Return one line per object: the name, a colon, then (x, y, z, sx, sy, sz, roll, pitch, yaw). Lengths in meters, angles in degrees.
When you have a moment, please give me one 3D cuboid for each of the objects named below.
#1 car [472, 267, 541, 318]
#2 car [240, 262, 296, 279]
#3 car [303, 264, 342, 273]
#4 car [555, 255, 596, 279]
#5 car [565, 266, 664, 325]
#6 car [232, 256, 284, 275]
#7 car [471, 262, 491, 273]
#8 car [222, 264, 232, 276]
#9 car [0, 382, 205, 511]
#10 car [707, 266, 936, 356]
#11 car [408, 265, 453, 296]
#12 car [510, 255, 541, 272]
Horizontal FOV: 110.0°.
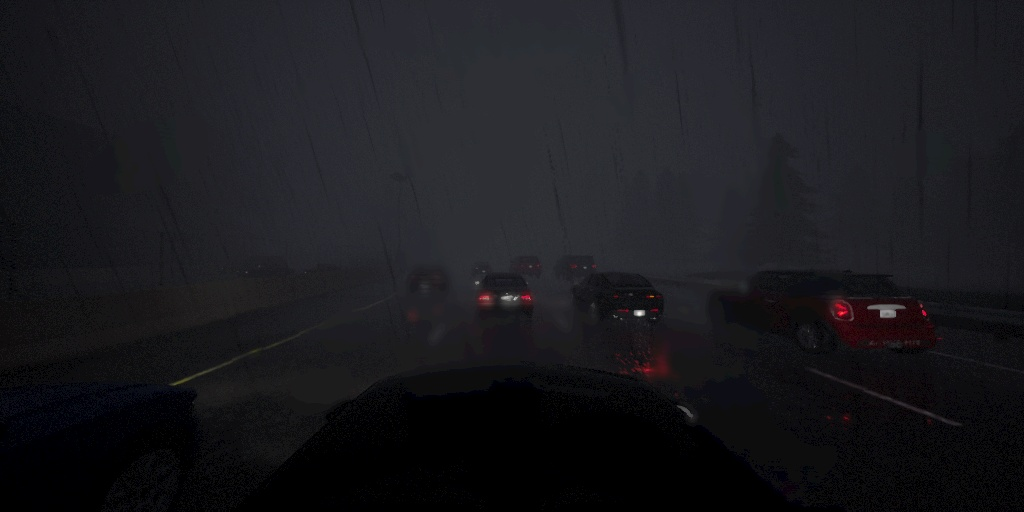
car: (-0.301, 1.299, 13.013, 2.033, 1.411, 5.357, 0, 0, -3)
car: (-19.849, 1.392, 29.644, 1.895, 1.301, 4.718, 0, 0, -9)
car: (-16.644, 1.386, 31.729, 1.895, 1.301, 4.718, 0, 0, -9)
car: (5.116, 0.963, 29.444, 2.150, 2.045, 5.566, 0, 0, -7)
car: (3.230, 1.249, 11.827, 1.837, 1.490, 4.892, 0, 0, -3)
car: (-24.330, 1.021, 35.116, 2.150, 2.045, 5.566, 0, 0, -11)
car: (-3.087, 1.284, 36.449, 1.812, 1.442, 4.674, 0, 0, -10)
car: (-28.462, 1.314, 37.930, 1.837, 1.490, 4.892, 0, 0, -12)
car: (-3.470, 1.235, 0.874, 1.882, 1.535, 5.008, 0, 0, 0)
car: (6.866, 1.089, 8.759, 2.097, 1.767, 4.553, 0, 0, -2)
car: (-4.317, 1.251, 19.330, 2.128, 1.511, 4.902, 0, 0, -5)
car: (1.143, 0.971, 32.487, 2.150, 2.045, 5.566, 0, 0, -9)
